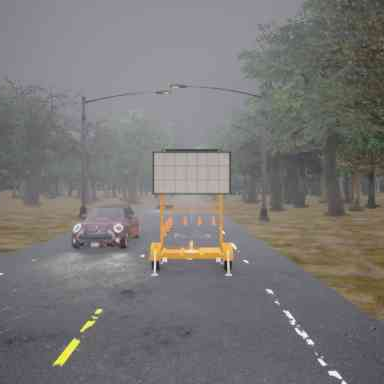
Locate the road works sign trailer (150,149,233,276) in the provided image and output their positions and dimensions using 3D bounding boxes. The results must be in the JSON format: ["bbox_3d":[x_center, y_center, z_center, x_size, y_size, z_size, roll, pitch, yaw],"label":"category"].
[{"bbox_3d":[-0.010,0.476,10.372,2.380,3.560,2.880,0,0,0],"label":"road works sign trailer"}]

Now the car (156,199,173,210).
[{"bbox_3d":[-3.474,1.627,42.884,1.994,1.385,4.181,0,0,0],"label":"car"}]

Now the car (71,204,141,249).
[{"bbox_3d":[-3.591,1.369,14.565,2.097,1.767,4.553,0,0,0],"label":"car"}]
